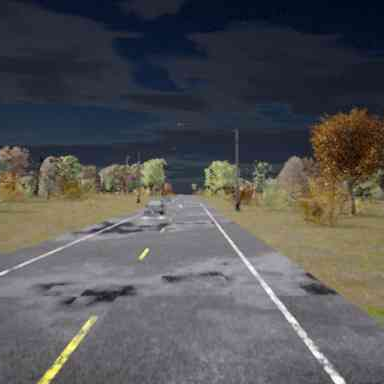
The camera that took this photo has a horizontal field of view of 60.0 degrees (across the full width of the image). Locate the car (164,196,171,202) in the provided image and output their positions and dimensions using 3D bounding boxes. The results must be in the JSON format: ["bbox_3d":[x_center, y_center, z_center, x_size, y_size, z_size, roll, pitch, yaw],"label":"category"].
[{"bbox_3d":[-5.691,1.576,73.378,1.994,1.385,4.181,0,0,-7],"label":"car"}]

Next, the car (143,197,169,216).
[{"bbox_3d":[-3.587,1.552,32.662,1.812,1.442,4.674,0,0,0],"label":"car"}]
